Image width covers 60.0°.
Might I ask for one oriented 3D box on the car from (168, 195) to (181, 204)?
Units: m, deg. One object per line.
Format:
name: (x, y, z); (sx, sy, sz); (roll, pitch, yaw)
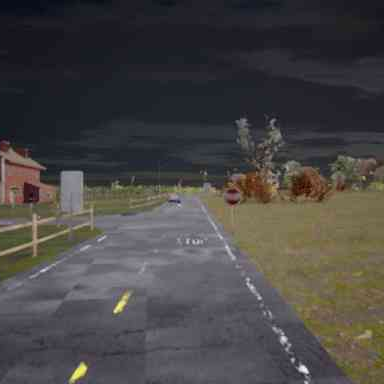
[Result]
car: (-2.767, 1.148, 53.437); (1.882, 1.535, 5.008); (0, 1, 0)
